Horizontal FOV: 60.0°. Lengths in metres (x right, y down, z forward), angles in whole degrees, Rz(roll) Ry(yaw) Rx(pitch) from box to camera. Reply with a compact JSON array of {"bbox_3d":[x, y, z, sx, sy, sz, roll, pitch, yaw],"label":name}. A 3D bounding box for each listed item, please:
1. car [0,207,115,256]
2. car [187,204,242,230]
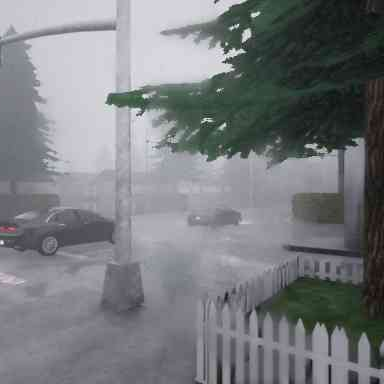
[{"bbox_3d":[-4.500,1.313,12.323,1.837,1.490,4.892,0,0,35],"label":"car"},{"bbox_3d":[1.494,1.467,20.978,1.994,1.385,4.181,1,1,35],"label":"car"}]
